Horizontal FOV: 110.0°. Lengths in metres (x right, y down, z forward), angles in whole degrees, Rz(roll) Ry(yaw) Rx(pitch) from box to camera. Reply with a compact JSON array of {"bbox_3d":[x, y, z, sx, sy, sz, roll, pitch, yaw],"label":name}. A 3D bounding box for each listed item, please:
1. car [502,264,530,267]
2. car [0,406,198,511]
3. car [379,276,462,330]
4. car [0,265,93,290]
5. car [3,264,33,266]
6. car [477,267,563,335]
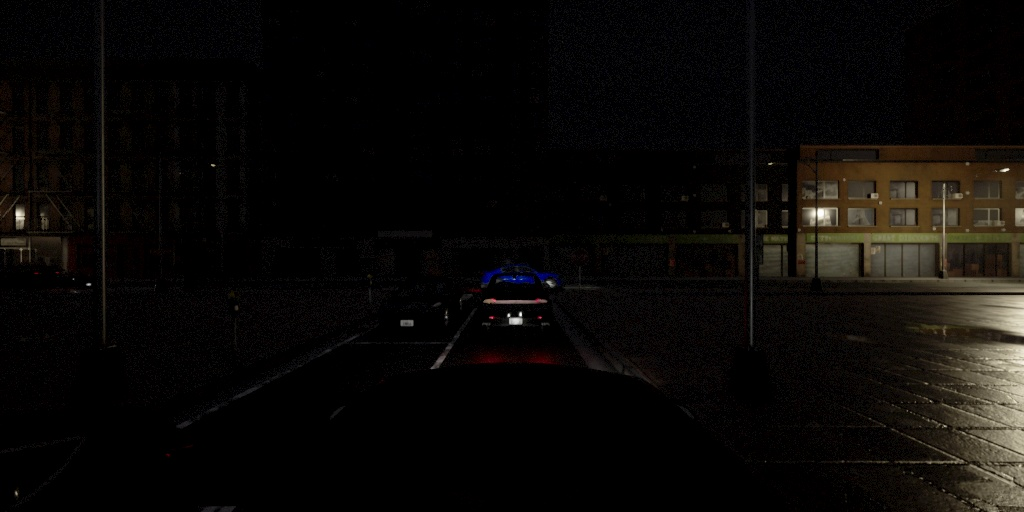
[{"bbox_3d":[0.590,1.222,21.782,5.008,1.535,1.882,0,0,0],"label":"car"},{"bbox_3d":[-2.638,1.316,0.280,1.948,1.339,4.313,0,0,0],"label":"car"},{"bbox_3d":[-2.634,1.314,11.184,1.948,1.339,4.313,0,0,0],"label":"car"},{"bbox_3d":[-27.938,1.420,21.803,4.718,1.301,1.895,0,0,0],"label":"car"},{"bbox_3d":[-34.239,1.334,24.756,4.892,1.490,1.837,0,0,0],"label":"car"},{"bbox_3d":[0.079,1.241,10.453,2.128,1.511,4.902,0,0,0],"label":"car"}]
